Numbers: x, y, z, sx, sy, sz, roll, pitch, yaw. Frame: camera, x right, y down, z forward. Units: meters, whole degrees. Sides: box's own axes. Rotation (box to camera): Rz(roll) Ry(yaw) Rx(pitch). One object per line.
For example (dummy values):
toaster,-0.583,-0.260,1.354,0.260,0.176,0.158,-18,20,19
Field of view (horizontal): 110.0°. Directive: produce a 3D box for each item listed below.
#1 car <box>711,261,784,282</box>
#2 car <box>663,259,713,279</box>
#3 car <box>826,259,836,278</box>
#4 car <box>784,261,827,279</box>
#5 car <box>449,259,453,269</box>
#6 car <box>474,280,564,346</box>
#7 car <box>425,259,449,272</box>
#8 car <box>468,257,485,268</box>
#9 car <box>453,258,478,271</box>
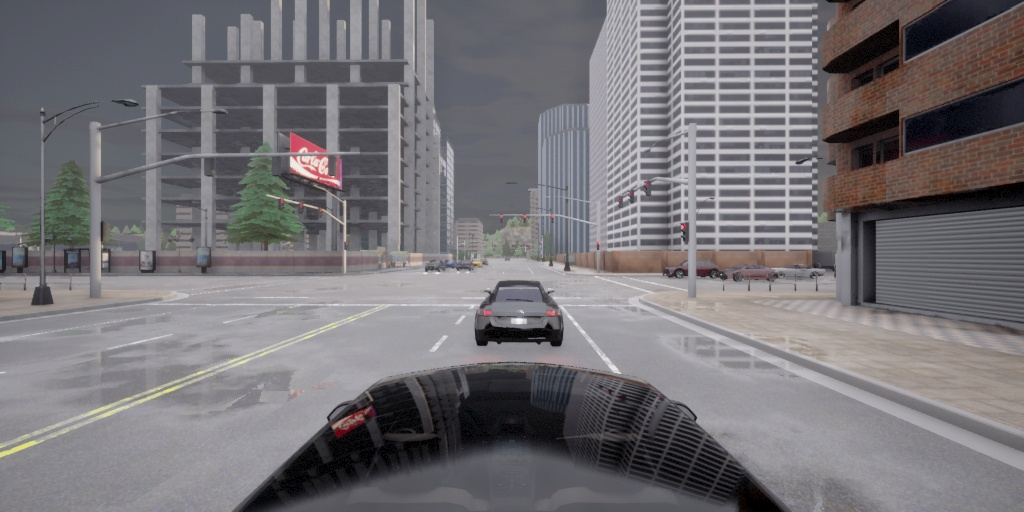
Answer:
car,18.789,1.314,28.776,4.181,1.385,1.994,0,0,1
car,16.063,1.102,32.310,4.553,1.767,2.097,0,0,1
car,28.675,1.228,28.640,5.008,1.535,1.882,0,0,1
car,25.056,1.351,32.195,4.718,1.301,1.895,0,0,1
car,-9.673,1.227,55.706,1.882,1.535,5.008,0,0,1
car,0.187,1.314,9.399,1.994,1.385,4.181,0,0,1
car,-9.846,1.255,46.212,1.837,1.490,4.892,0,0,1
car,-6.087,1.227,60.016,1.882,1.535,5.008,0,0,1
car,-6.297,1.297,49.096,2.033,1.411,5.357,0,0,1
